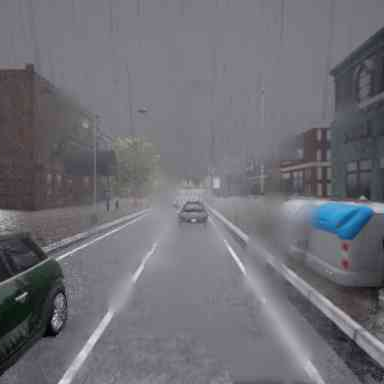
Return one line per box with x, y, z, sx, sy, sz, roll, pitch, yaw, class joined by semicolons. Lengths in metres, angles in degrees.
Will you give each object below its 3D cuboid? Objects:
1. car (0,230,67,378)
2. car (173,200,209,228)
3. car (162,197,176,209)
-3.100;1.349;3.576;2.097;1.767;4.553;0;0;0;car
0.100;1.508;22.450;2.128;1.511;4.902;0;0;0;car
-3.072;1.473;47.033;2.097;1.767;4.553;0;0;0;car
